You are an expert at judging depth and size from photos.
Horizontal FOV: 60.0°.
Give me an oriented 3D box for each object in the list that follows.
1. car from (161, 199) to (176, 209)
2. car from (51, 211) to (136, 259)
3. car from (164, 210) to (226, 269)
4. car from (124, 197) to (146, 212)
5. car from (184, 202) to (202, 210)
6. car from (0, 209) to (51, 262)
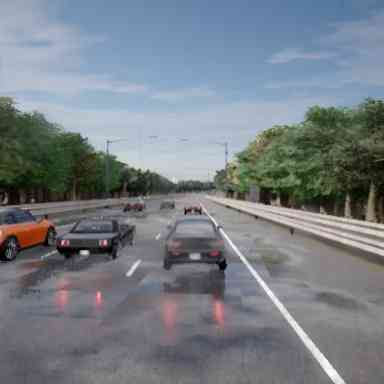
[{"bbox_3d":[-3.401,1.692,47.682,1.812,1.442,4.674,0,0,0],"label":"car"},{"bbox_3d":[-3.408,1.646,12.812,1.895,1.301,4.718,0,0,0],"label":"car"},{"bbox_3d":[0.088,1.565,11.223,1.812,1.442,4.674,0,0,0],"label":"car"},{"bbox_3d":[-6.901,1.493,40.666,2.097,1.767,4.553,0,0,0],"label":"car"},{"bbox_3d":[0.100,1.730,37.110,1.895,1.301,4.718,0,0,0],"label":"car"},{"bbox_3d":[-6.911,1.395,12.500,2.097,1.767,4.553,0,0,0],"label":"car"}]
